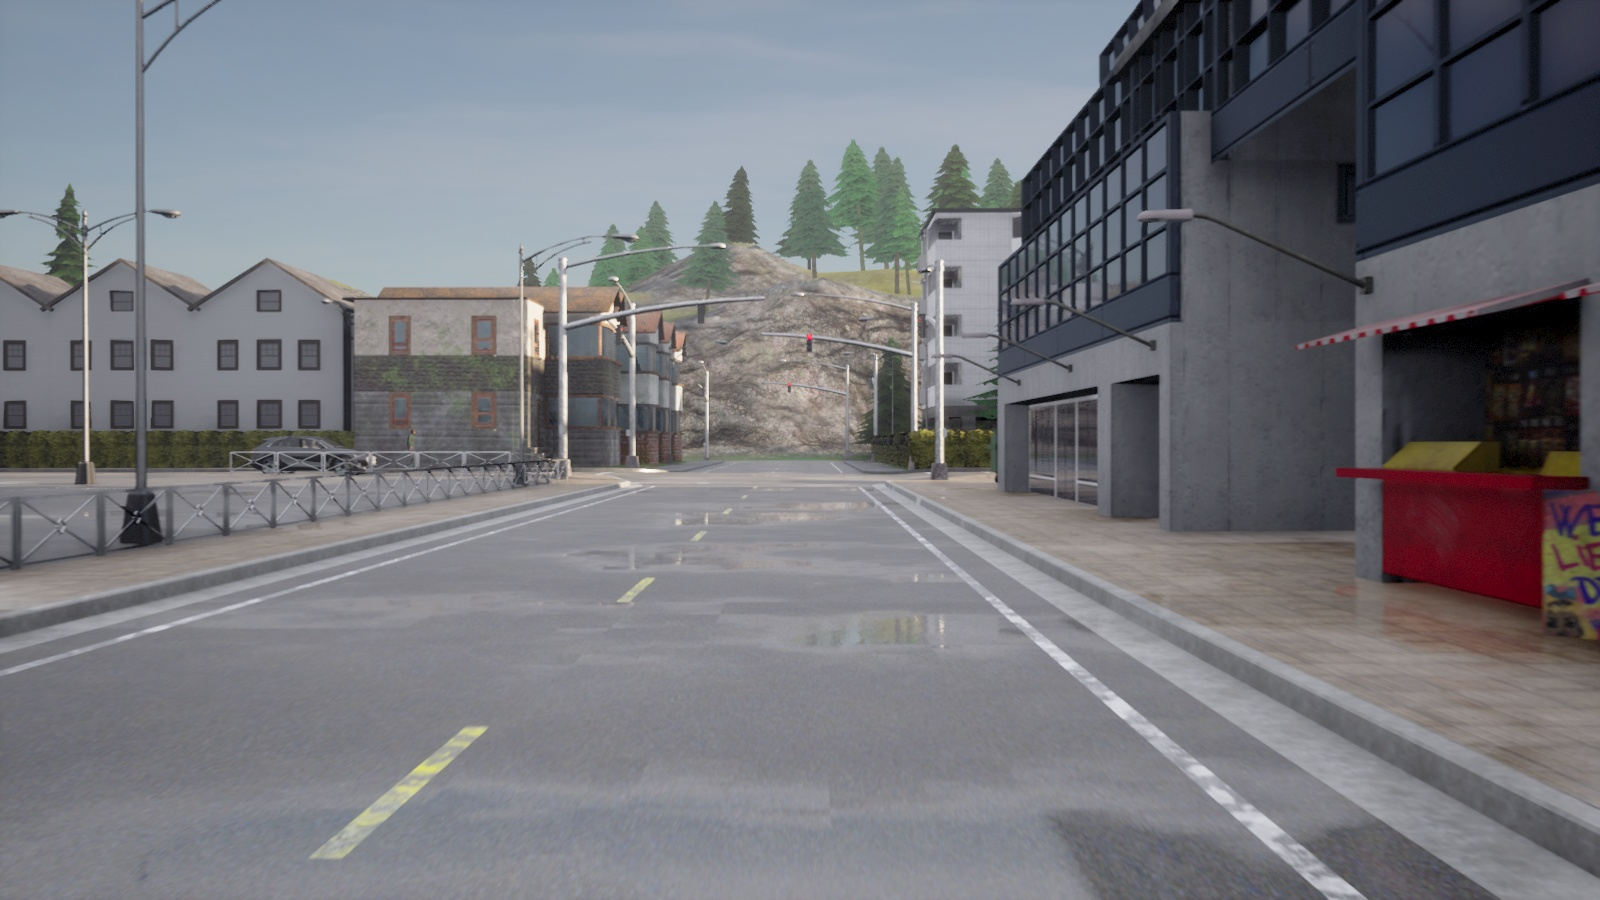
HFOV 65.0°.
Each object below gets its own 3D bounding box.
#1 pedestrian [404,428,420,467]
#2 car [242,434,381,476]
[{"bbox_3d":[-18.029,-0.116,58.381,0.614,1.847,0.353,0,0,0],"label":"pedestrian"},{"bbox_3d":[-19.713,0.198,50.822,4.856,1.649,2.033,0,0,0],"label":"car"}]
